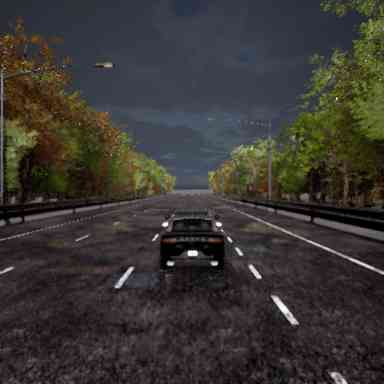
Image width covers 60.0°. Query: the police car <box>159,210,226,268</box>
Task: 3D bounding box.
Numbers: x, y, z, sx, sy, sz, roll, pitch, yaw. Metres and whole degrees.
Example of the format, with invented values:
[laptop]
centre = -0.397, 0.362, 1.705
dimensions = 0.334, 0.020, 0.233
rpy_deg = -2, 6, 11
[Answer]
[police car]
centre = 0.005, 1.421, 11.291
dimensions = 1.930, 1.638, 5.238
rpy_deg = 0, 0, 0
